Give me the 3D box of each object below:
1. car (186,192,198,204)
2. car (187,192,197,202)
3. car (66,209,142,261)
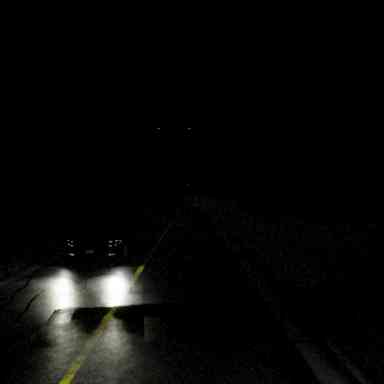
[{"bbox_3d":[0.030,1.202,64.669,2.150,2.045,5.566,0,0,0],"label":"car"},{"bbox_3d":[0.035,1.075,75.092,2.150,2.045,5.566,0,0,0],"label":"car"},{"bbox_3d":[-3.074,1.476,12.480,1.882,1.535,5.008,0,1,0],"label":"car"}]
